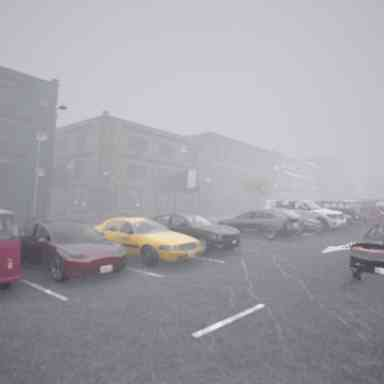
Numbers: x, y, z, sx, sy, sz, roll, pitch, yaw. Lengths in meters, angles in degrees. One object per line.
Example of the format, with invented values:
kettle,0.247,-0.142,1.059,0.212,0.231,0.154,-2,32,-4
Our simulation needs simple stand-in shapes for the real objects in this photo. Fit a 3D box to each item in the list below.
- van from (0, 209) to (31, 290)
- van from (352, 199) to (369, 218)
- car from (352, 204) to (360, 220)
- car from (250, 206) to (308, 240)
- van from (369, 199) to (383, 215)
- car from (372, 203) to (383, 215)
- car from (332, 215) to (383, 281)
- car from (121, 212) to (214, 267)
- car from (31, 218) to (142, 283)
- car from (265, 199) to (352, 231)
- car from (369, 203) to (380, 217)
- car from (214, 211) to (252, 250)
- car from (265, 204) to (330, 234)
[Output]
van,-6.001,1.335,8.376,4.442,1.987,1.878,0,-1,43
van,11.300,1.652,26.735,4.442,1.987,1.878,0,-1,43
car,9.305,1.839,24.757,5.008,1.535,2.097,0,-1,43
car,3.578,1.752,18.601,4.792,1.488,2.163,0,-1,43
van,14.938,1.732,31.007,4.442,1.987,1.878,0,-1,43
car,26.452,2.239,43.254,4.892,1.521,2.231,0,-1,43
car,6.024,1.627,9.406,2.128,1.511,4.902,0,-1,43
car,-1.973,1.617,12.284,5.366,1.575,1.946,0,-1,43
car,-3.991,1.620,10.332,4.792,1.488,2.163,0,-1,43
car,7.428,1.548,22.680,5.566,2.045,2.435,0,-1,43
car,13.113,1.919,28.872,4.892,1.521,2.231,0,-1,43
car,-0.212,1.653,14.469,5.008,1.535,2.097,0,-1,43
car,5.496,1.761,20.638,4.892,1.521,2.231,0,-1,43
